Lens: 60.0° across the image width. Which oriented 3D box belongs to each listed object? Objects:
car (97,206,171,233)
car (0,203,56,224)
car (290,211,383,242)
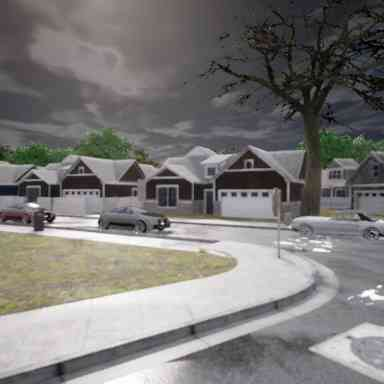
[{"bbox_3d":[-3.284,1.487,18.663,4.181,1.385,1.994,0,0,30],"label":"car"},{"bbox_3d":[-11.538,1.448,23.281,4.181,1.385,1.994,0,0,29],"label":"car"},{"bbox_3d":[7.363,1.580,16.341,4.718,1.301,1.895,0,0,32],"label":"car"}]
